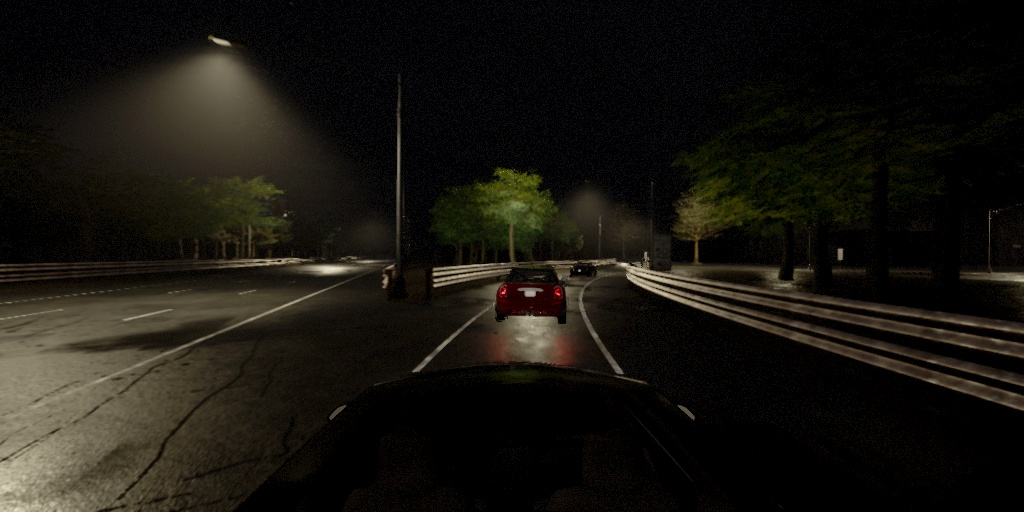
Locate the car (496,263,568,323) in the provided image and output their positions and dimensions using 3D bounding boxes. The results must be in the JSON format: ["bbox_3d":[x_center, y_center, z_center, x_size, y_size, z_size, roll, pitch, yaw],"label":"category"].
[{"bbox_3d":[0.814,1.093,12.325,2.097,1.767,4.553,1,0,8],"label":"car"}]

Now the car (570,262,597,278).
[{"bbox_3d":[6.924,1.299,34.458,1.994,1.385,4.181,0,0,23],"label":"car"}]
